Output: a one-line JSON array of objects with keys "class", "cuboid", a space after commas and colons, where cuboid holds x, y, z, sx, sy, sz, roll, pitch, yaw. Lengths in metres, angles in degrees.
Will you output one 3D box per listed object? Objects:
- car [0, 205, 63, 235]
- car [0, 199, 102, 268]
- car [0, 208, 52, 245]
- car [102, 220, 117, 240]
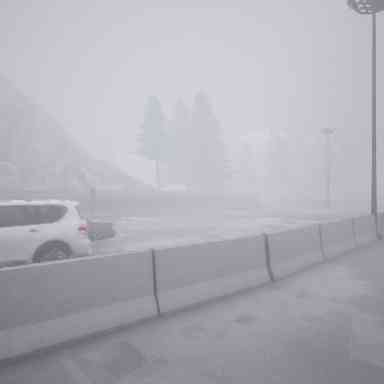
[{"class": "car", "cuboid": [-10.192, 1.547, 18.390, 5.357, 1.411, 2.033, 0, 0, -43]}, {"class": "car", "cuboid": [-5.505, 1.223, 8.681, 5.566, 2.045, 2.150, 0, 0, -39]}, {"class": "car", "cuboid": [-9.231, 1.547, 14.585, 5.357, 1.411, 2.033, 0, 0, -40]}, {"class": "car", "cuboid": [-5.660, 1.547, 13.091, 5.357, 1.411, 2.033, 0, 0, -42]}]
